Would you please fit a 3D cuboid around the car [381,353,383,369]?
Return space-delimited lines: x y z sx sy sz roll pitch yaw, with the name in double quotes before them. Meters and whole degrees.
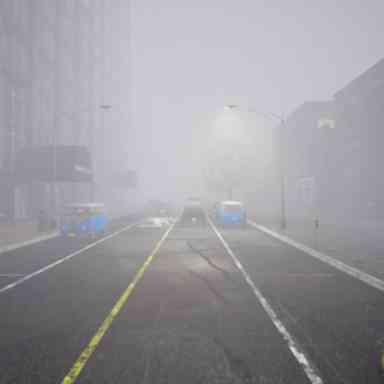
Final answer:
"car" 2.703 1.540 1.325 1.752 1.417 4.829 1 -1 0

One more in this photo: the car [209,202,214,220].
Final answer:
"car" 2.730 1.830 28.885 1.947 1.339 4.313 1 0 0

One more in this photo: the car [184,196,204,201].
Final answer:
"car" 0.140 1.614 44.397 2.150 2.045 5.566 0 -1 0

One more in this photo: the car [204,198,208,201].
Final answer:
"car" 2.747 1.951 45.524 1.887 1.381 4.507 1 0 0

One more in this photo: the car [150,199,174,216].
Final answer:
"car" -3.050 1.824 36.838 2.128 1.511 4.902 0 -1 0

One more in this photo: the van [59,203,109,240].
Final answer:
"van" -5.658 1.506 17.803 1.690 1.788 3.998 1 -1 0

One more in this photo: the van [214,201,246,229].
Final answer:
"van" 2.727 1.556 23.341 1.690 1.788 3.998 1 -1 0

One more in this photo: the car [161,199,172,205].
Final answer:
"car" -5.606 2.194 73.261 1.947 1.339 4.313 1 0 0

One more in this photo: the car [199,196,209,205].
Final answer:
"car" 2.784 1.987 78.802 2.192 1.841 5.009 1 0 0

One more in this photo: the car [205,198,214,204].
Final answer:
"car" 2.737 1.752 34.432 1.967 1.590 4.097 1 0 0

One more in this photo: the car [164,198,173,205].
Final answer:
"car" -5.600 2.196 78.636 1.752 1.417 4.829 1 0 0

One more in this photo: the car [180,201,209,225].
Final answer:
"car" 0.128 1.748 26.440 1.837 1.490 4.892 0 0 0

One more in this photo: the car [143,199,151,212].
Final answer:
"car" -5.634 1.988 45.530 1.802 1.307 4.206 1 0 0

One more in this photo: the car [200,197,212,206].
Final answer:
"car" 2.773 1.901 67.709 2.192 1.841 5.009 1 0 0

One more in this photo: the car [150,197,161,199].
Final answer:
"car" -5.624 1.767 51.078 2.192 1.841 5.009 1 0 0
